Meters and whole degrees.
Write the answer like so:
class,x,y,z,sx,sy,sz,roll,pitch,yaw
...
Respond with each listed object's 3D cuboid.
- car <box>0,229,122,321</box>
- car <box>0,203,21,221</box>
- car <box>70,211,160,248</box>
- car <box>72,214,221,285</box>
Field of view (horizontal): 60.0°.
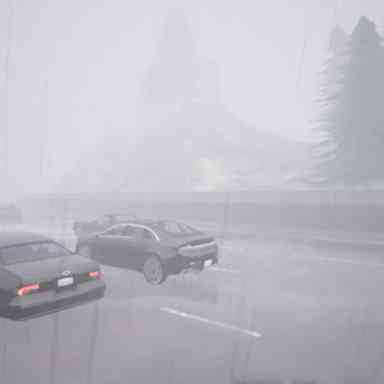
class,x,y,z,sx,sy,sz,roll,pitch,yaw
car,-4.121,1.608,7.301,5.357,1.411,2.033,-1,0,39
car,-16.344,1.731,28.922,2.128,1.511,4.902,0,0,-41
car,-3.909,1.711,16.304,4.718,1.301,1.895,-1,0,41
car,-1.486,1.553,9.731,4.902,1.511,2.128,-1,0,39
